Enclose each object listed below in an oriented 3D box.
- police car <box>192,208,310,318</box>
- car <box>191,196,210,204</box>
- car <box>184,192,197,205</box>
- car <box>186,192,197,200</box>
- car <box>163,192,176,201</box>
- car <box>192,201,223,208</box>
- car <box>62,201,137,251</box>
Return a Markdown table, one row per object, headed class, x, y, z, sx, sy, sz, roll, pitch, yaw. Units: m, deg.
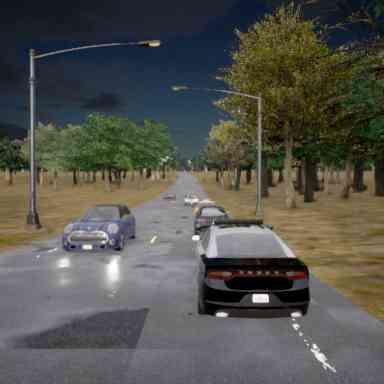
| class | x | y | z | sx | sy | sz | roll | pitch | yaw |
| --- | --- | --- | --- | --- | --- | --- | --- | --- | --- |
| police car | 1.043 | 1.407 | 7.654 | 1.930 | 1.638 | 5.238 | 0 | 0 | 0 |
| car | 1.020 | 1.305 | 23.732 | 1.801 | 1.575 | 5.366 | 0 | 1 | 0 |
| car | -0.040 | 1.094 | 45.132 | 1.895 | 1.301 | 4.718 | 0 | 1 | 0 |
| car | -0.080 | 0.680 | 58.234 | 1.895 | 1.301 | 4.718 | 0 | 2 | 0 |
| car | -3.662 | 0.738 | 55.641 | 1.994 | 1.385 | 4.181 | 0 | 2 | 0 |
| car | 1.029 | 1.438 | 17.544 | 1.812 | 1.442 | 4.674 | 0 | 1 | 0 |
| car | -3.616 | 1.297 | 13.744 | 2.097 | 1.767 | 4.553 | 0 | 0 | 0 |
